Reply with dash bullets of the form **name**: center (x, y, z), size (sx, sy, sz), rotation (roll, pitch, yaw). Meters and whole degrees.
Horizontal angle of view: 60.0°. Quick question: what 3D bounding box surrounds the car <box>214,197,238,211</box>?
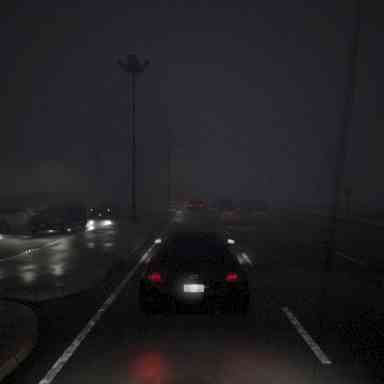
- **car**: center (3.977, 1.505, 39.847), size (1.837, 1.490, 4.892), rotation (0, 0, 1)

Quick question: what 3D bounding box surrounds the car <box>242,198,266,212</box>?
- **car**: center (7.462, 1.478, 39.229), size (1.882, 1.535, 5.008), rotation (0, 0, 1)

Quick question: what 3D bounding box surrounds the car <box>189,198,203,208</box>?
- **car**: center (0.582, 1.564, 49.987), size (1.994, 1.385, 4.181), rotation (0, 0, 1)

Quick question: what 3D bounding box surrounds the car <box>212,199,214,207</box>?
- **car**: center (4.090, 1.491, 50.174), size (2.128, 1.511, 4.902), rotation (0, 0, 1)

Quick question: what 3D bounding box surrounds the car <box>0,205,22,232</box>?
- **car**: center (-11.290, 1.525, 20.135), size (1.812, 1.442, 4.674), rotation (0, 0, 1)

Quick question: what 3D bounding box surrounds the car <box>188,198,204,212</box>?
- **car**: center (0.470, 1.547, 39.638), size (2.033, 1.411, 5.357), rotation (0, 0, 1)

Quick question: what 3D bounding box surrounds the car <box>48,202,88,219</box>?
- **car**: center (-11.160, 1.601, 30.308), size (1.895, 1.301, 4.718), rotation (0, 0, 1)

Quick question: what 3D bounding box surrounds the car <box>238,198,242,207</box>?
- **car**: center (7.578, 1.564, 49.714), size (1.994, 1.385, 4.181), rotation (0, 0, 1)

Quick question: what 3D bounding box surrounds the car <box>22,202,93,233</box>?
- **car**: center (-7.791, 1.478, 19.900), size (1.882, 1.535, 5.008), rotation (0, 0, 1)

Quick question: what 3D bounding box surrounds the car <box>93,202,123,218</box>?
- **car**: center (-7.663, 1.601, 30.007), size (1.895, 1.301, 4.718), rotation (0, 0, 1)

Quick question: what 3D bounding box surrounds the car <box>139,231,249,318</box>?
- **car**: center (0.054, 1.564, 7.517), size (1.994, 1.385, 4.181), rotation (0, 0, 1)
